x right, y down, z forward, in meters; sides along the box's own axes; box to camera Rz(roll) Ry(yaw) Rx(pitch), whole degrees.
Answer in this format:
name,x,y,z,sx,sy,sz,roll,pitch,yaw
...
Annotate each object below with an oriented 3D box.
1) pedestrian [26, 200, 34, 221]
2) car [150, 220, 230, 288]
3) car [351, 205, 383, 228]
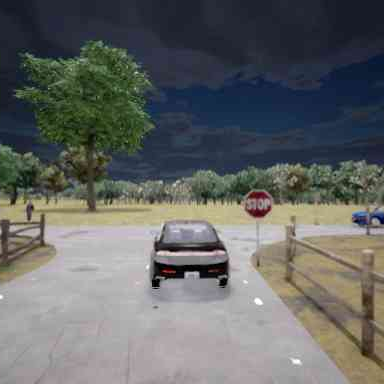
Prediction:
name,x,y,z,sx,sy,sz,roll,pitch,yaw
pedestrian,-12.138,1.469,24.839,0.375,1.860,0.375,0,-2,0
car,-0.151,1.522,9.345,2.128,1.511,4.902,0,0,-4
car,13.098,1.515,21.787,5.008,1.535,1.882,0,-2,0
